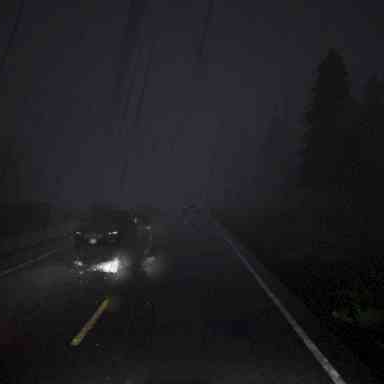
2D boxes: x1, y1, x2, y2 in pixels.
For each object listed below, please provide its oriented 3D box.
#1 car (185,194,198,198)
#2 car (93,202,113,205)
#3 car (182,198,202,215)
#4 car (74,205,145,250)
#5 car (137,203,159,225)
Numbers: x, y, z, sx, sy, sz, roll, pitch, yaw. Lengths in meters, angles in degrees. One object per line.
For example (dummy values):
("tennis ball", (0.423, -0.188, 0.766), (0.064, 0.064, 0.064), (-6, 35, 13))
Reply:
("car", (-0.061, 1.345, 44.921), (2.150, 2.045, 5.566), (0, 0, 0))
("car", (-6.514, 1.521, 23.926), (1.816, 1.474, 4.193), (6, -1, -2))
("car", (0.006, 1.622, 34.982), (1.812, 1.442, 4.674), (0, 0, 0))
("car", (-3.618, 1.530, 14.615), (2.128, 1.511, 4.902), (0, 0, 0))
("car", (-3.545, 1.594, 24.819), (1.812, 1.442, 4.674), (0, 0, 0))
